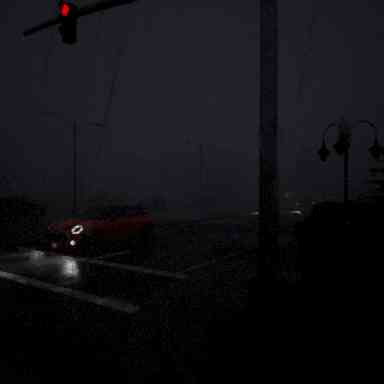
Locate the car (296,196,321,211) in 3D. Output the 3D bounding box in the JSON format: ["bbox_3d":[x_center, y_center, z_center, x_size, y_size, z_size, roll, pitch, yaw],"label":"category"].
[{"bbox_3d":[14.056,1.319,39.673,2.097,1.767,4.553,0,0,34],"label":"car"}]

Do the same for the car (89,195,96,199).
[{"bbox_3d":[-16.185,0.931,58.238,1.905,1.878,3.866,0,0,35],"label":"car"}]

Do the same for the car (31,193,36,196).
[{"bbox_3d":[-21.193,1.193,39.628,1.845,1.501,3.633,0,0,35],"label":"car"}]

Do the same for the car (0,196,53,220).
[{"bbox_3d":[-13.244,1.260,24.816,2.007,1.523,4.514,0,0,35],"label":"car"}]

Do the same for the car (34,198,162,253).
[{"bbox_3d":[-3.636,1.319,13.692,2.097,1.767,4.553,0,0,34],"label":"car"}]

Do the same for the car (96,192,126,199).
[{"bbox_3d":[-13.565,0.961,56.918,1.932,1.855,4.605,0,0,35],"label":"car"}]

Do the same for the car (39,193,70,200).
[{"bbox_3d":[-26.689,0.966,65.544,2.152,1.636,5.027,0,0,35],"label":"car"}]

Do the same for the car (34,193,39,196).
[{"bbox_3d":[-32.143,1.024,68.942,1.970,1.475,3.806,0,0,35],"label":"car"}]

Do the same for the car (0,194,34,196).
[{"bbox_3d":[-15.849,1.241,26.564,2.152,1.636,5.027,0,0,35],"label":"car"}]

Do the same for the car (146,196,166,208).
[{"bbox_3d":[-5.071,1.297,41.804,1.970,1.475,3.806,0,0,35],"label":"car"}]

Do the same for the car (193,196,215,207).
[{"bbox_3d":[1.613,1.297,46.195,1.845,1.501,3.633,0,0,35],"label":"car"}]
